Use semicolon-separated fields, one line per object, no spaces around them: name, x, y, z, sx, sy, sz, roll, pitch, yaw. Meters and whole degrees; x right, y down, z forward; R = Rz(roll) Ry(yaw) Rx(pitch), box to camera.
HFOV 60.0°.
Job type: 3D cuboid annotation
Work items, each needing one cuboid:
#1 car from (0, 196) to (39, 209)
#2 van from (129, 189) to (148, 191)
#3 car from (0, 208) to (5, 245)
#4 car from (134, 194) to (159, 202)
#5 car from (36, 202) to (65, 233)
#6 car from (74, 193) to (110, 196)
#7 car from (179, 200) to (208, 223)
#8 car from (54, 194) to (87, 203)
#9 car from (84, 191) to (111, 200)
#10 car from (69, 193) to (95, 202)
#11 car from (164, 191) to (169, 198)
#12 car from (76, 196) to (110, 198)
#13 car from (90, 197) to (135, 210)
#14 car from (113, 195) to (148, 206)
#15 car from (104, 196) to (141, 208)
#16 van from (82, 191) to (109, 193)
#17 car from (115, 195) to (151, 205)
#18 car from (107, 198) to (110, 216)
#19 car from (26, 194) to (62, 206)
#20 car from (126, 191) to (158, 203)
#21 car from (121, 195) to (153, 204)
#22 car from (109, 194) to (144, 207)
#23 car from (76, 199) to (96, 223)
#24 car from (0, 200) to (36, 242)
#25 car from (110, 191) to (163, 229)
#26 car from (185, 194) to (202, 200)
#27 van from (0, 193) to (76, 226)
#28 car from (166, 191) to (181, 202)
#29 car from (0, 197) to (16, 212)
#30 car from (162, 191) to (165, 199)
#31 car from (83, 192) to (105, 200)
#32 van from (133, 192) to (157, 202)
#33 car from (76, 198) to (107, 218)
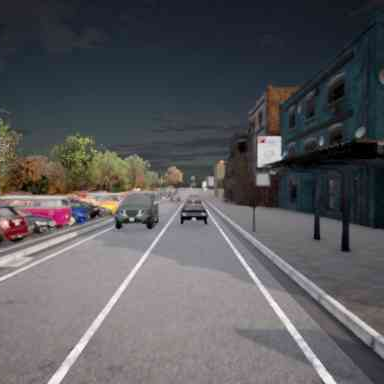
car;-22.428;1.312;42.162;5.008;1.535;2.097;0;0;0
van;-9.099;0.973;58.779;4.442;1.987;1.878;0;0;0
car;-9.762;1.484;11.468;5.366;1.575;1.946;0;0;0
car;-9.146;1.138;67.131;4.892;1.521;2.231;0;0;0
car;-9.540;1.461;17.033;4.892;1.521;2.231;0;0;0
car;-9.376;1.242;33.731;4.553;1.767;2.185;0;0;0
car;0.129;1.504;24.276;1.895;1.301;4.718;0;0;0
car;-22.461;1.174;61.534;5.366;1.575;1.946;0;0;0
car;-22.176;0.800;78.364;5.566;2.045;2.435;0;0;0
car;-22.201;1.009;67.225;4.553;1.767;2.185;0;0;0
car;-8.882;1.051;78.262;5.366;1.575;1.946;0;0;0
car;-9.243;1.381;30.948;5.366;1.575;1.946;0;0;0
car;-9.335;1.363;39.299;4.792;1.488;2.163;0;0;0
car;-9.286;1.260;50.433;4.892;1.521;2.231;0;0;0
car;-9.325;1.337;44.866;4.674;1.452;2.002;0;0;0
van;-9.269;1.125;36.451;4.442;1.987;1.878;0;0;0
car;-9.444;1.236;53.217;5.366;1.575;1.946;0;0;0
car;-9.452;1.440;28.167;4.674;1.452;2.002;0;0;0
car;-22.391;1.131;50.517;4.553;1.767;2.185;0;0;0
car;-9.167;0.927;61.563;5.566;2.045;2.435;0;0;0
car;-9.231;1.220;55.998;4.892;1.521;2.231;0;0;0
car;-9.270;1.153;47.647;4.553;1.767;2.185;0;0;0
car;-9.497;1.430;22.599;5.008;1.535;2.097;0;0;0
car;-9.525;1.348;14.124;4.553;1.767;2.185;0;0;0
car;-3.328;1.141;21.161;2.150;2.045;5.566;0;0;0
car;0.184;1.149;42.044;2.097;1.767;4.553;0;0;0
van;-9.629;1.219;19.816;4.442;1.987;1.878;0;0;0
car;-3.112;1.141;62.401;2.128;1.511;4.902;0;0;1
car;-22.460;1.348;36.593;5.008;1.535;2.097;0;0;0
car;-9.118;1.105;75.481;4.792;1.488;2.163;0;0;0
car;-22.201;0.948;75.455;4.553;1.767;2.185;0;0;0
van;-9.058;0.933;64.221;4.442;1.987;1.878;0;0;0
car;-9.465;1.415;25.382;5.008;1.535;2.097;0;0;0
